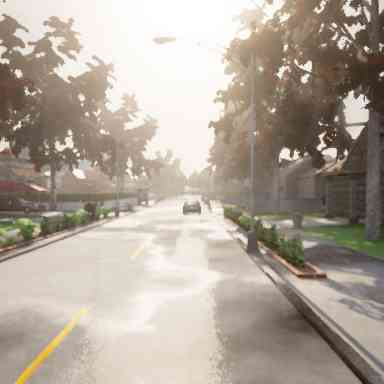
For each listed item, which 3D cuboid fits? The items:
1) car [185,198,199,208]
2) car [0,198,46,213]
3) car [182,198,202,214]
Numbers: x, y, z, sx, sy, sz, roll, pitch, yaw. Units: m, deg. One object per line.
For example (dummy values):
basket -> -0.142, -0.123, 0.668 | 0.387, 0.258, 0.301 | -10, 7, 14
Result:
car -> 0.030, 1.527, 47.714 | 1.994, 1.385, 4.181 | 0, 0, 1
car -> -16.639, 1.301, 31.104 | 5.357, 1.415, 2.033 | 0, 0, 0
car -> 0.004, 1.536, 35.143 | 1.994, 1.385, 4.181 | 0, 0, 1
